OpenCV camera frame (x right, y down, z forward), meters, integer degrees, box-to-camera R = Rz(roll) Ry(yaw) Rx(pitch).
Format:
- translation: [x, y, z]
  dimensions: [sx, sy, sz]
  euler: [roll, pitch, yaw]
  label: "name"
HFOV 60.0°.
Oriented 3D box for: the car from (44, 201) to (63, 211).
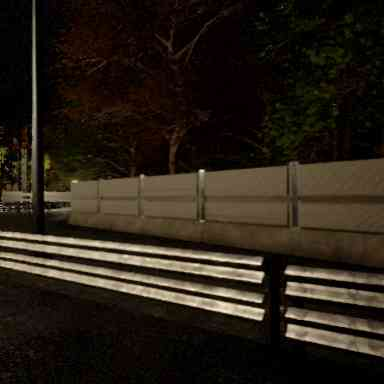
- translation: [-22.028, 2.105, 51.785]
  dimensions: [1.837, 1.490, 4.892]
  euler: [-1, 0, 11]
  label: "car"
